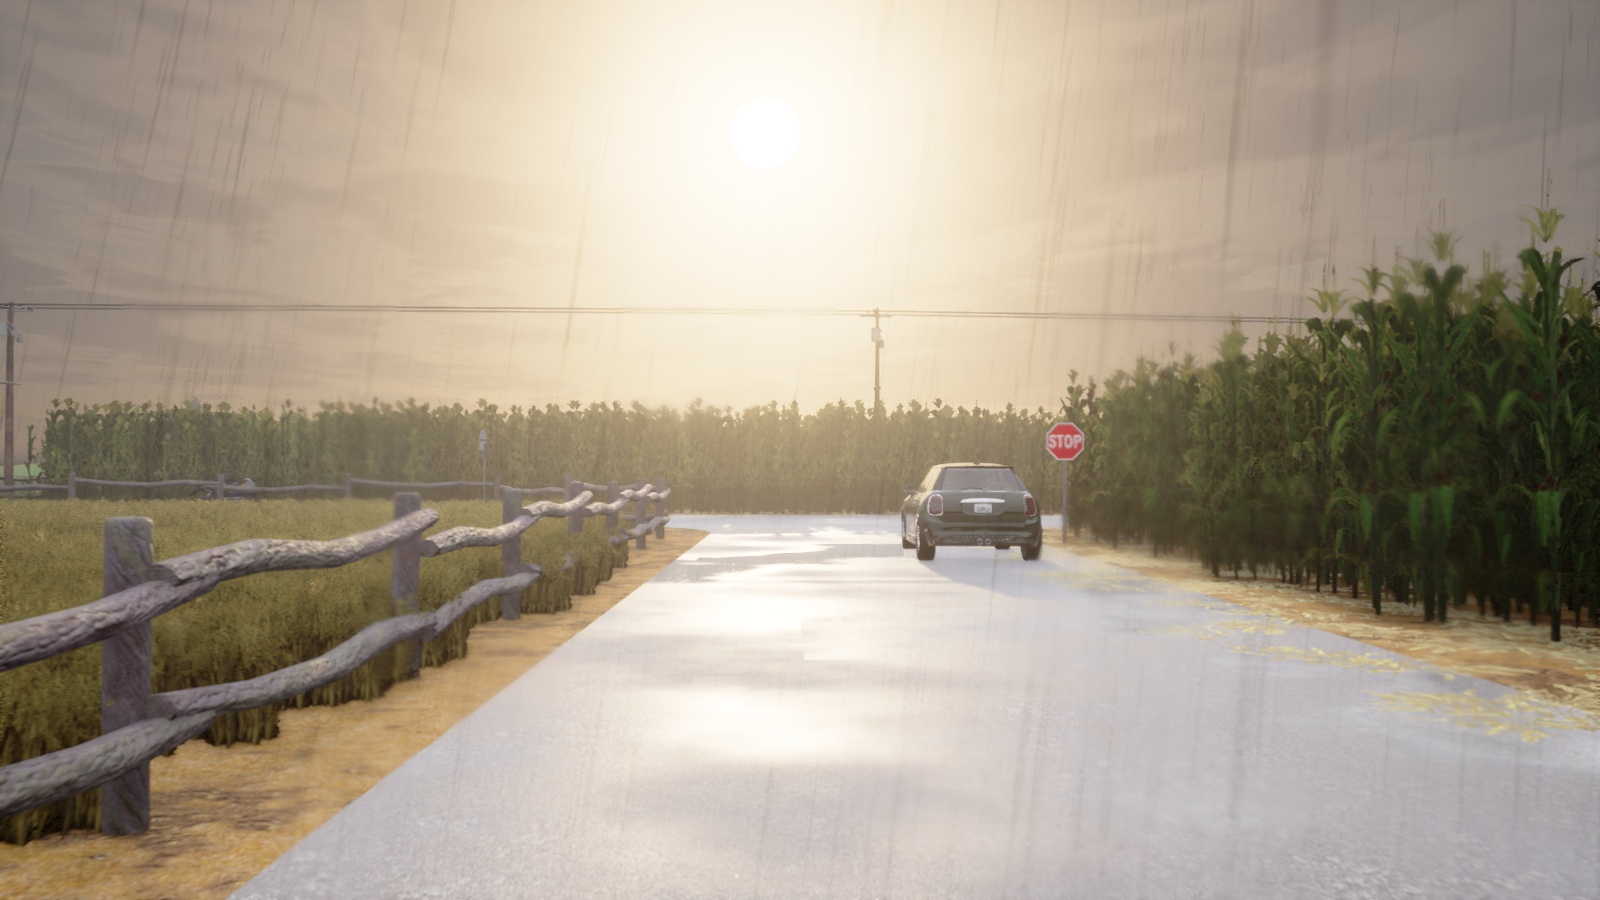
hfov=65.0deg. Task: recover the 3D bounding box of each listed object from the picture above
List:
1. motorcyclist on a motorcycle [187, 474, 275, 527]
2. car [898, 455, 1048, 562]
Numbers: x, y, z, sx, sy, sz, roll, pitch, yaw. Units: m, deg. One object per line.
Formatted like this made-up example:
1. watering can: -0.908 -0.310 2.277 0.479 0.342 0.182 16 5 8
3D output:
1. motorcyclist on a motorcycle: -16.790 1.469 37.081 2.191 1.530 0.866 0 -1 0
2. car: 3.046 1.003 23.059 2.097 1.767 4.553 0 -1 0
